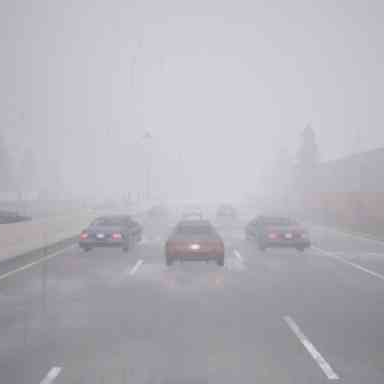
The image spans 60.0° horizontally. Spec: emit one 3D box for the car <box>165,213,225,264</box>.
[{"bbox_3d":[0.090,1.697,12.323,1.994,1.385,4.181,0,-1,0],"label":"car"}]

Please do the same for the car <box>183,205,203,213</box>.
[{"bbox_3d":[0.079,1.962,33.729,1.895,1.301,4.718,0,-1,0],"label":"car"}]

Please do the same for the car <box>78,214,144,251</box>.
[{"bbox_3d":[-3.409,1.709,14.878,2.033,1.411,5.357,0,-1,0],"label":"car"}]

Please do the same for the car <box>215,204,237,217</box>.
[{"bbox_3d":[3.578,1.942,35.411,1.994,1.385,4.181,0,-1,0],"label":"car"}]

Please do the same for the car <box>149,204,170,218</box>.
[{"bbox_3d":[-3.422,1.943,35.358,1.994,1.385,4.181,0,-1,0],"label":"car"}]

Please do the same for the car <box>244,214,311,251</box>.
[{"bbox_3d":[3.591,1.707,14.872,2.033,1.411,5.357,0,-1,0],"label":"car"}]

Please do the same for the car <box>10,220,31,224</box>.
[{"bbox_3d":[-10.611,1.744,18.019,2.033,1.411,5.357,0,-1,0],"label":"car"}]
